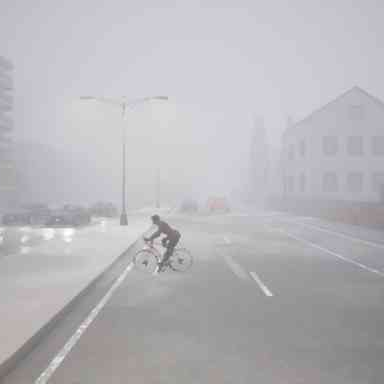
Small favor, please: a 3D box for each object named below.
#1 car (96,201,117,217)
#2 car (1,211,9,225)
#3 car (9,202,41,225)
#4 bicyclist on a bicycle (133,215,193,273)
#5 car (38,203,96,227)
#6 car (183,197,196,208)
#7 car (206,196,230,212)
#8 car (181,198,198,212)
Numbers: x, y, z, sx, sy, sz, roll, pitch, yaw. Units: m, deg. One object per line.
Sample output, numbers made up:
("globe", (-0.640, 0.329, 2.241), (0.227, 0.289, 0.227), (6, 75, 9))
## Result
("car", (-8.393, 1.564, 31.274), (1.994, 1.385, 4.181), (0, 0, 0))
("car", (-8.207, 1.502, 10.629), (1.837, 1.490, 4.892), (0, 0, -1))
("car", (-11.842, 1.505, 24.209), (1.837, 1.490, 4.892), (0, 0, -1))
("bicyclist on a bicycle", (-0.818, 1.455, 9.197), (1.656, 1.620, 0.582), (-2, 0, -1))
("car", (-8.281, 1.563, 22.471), (1.994, 1.385, 4.181), (0, 0, 0))
("car", (-0.427, 1.525, 48.219), (1.812, 1.442, 4.674), (0, 0, -1))
("car", (3.137, 1.352, 38.600), (2.097, 1.767, 4.553), (0, 0, 0))
("car", (-0.308, 1.601, 38.114), (1.895, 1.301, 4.718), (0, 0, -1))
